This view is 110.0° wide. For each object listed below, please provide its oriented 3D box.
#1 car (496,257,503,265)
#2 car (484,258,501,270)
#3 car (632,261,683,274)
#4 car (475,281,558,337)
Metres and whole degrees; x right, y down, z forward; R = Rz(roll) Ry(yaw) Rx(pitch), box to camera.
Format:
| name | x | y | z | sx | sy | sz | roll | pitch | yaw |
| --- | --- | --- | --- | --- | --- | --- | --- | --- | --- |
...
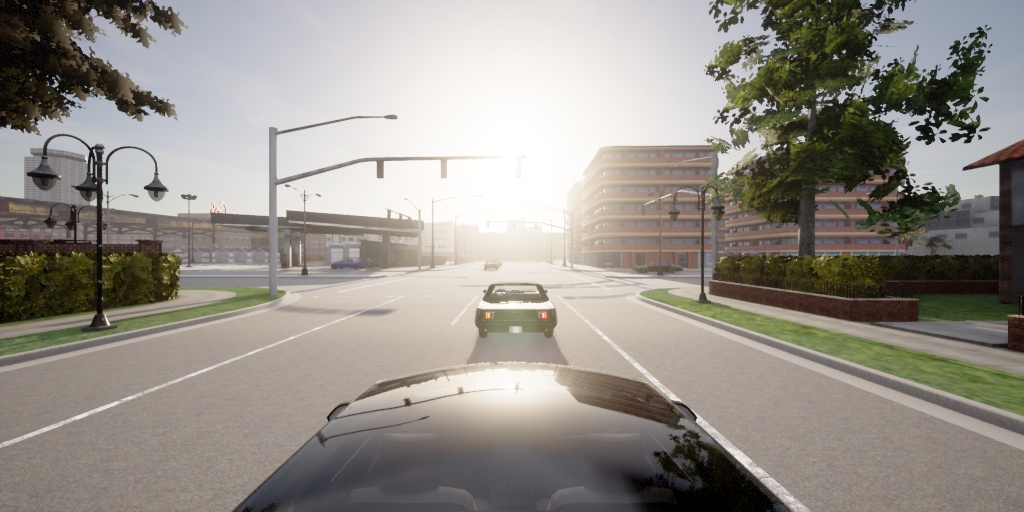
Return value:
| name | x | y | z | sx | sy | sz | roll | pitch | yaw |
| --- | --- | --- | --- | --- | --- | --- | --- | --- | --- |
| car | -3.146 | 1.314 | 62.473 | 1.994 | 1.385 | 4.181 | 0 | 0 | 0 |
| car | -3.054 | 1.351 | 52.558 | 1.895 | 1.301 | 4.718 | 0 | 0 | -1 |
| car | 16.639 | 1.297 | 41.043 | 5.357 | 1.411 | 2.033 | 0 | 0 | 1 |
| car | 0.098 | 1.351 | 10.227 | 1.895 | 1.301 | 4.718 | 0 | 0 | 0 |
